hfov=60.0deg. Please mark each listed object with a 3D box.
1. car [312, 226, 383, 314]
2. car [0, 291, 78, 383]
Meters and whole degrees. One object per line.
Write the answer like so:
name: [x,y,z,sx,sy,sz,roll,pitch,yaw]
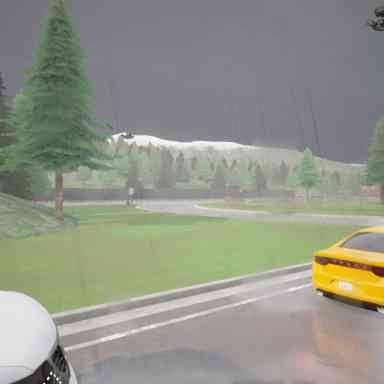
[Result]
car: [4.681,1.478,7.193,5.008,1.535,1.882,0,0,-35]
car: [-3.363,1.222,1.350,5.566,2.045,2.150,0,0,-35]
